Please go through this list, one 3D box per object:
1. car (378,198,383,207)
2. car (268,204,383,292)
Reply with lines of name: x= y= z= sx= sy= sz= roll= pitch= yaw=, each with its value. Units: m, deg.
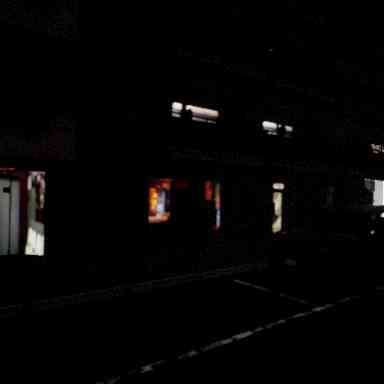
car: x=32.269 y=1.697 z=52.578 sx=1.752 sy=1.417 sz=4.829 roll=1 pitch=-1 yaw=-35
car: x=4.339 y=1.308 z=9.161 sx=5.009 sy=1.841 sz=2.192 roll=0 pitch=1 yaw=-35
